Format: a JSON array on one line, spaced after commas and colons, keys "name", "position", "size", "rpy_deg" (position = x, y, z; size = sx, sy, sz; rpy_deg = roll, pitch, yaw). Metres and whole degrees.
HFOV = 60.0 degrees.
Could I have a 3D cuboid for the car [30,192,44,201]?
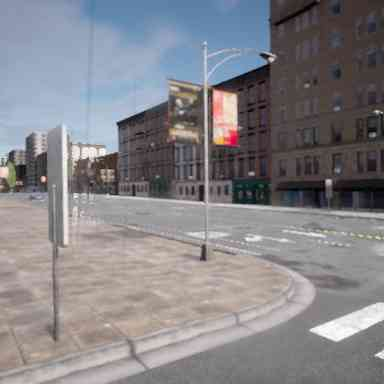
[{"name": "car", "position": [-28.004, 0.748, 59.955], "size": [1.812, 1.442, 4.674], "rpy_deg": [-1, 2, -36]}]
